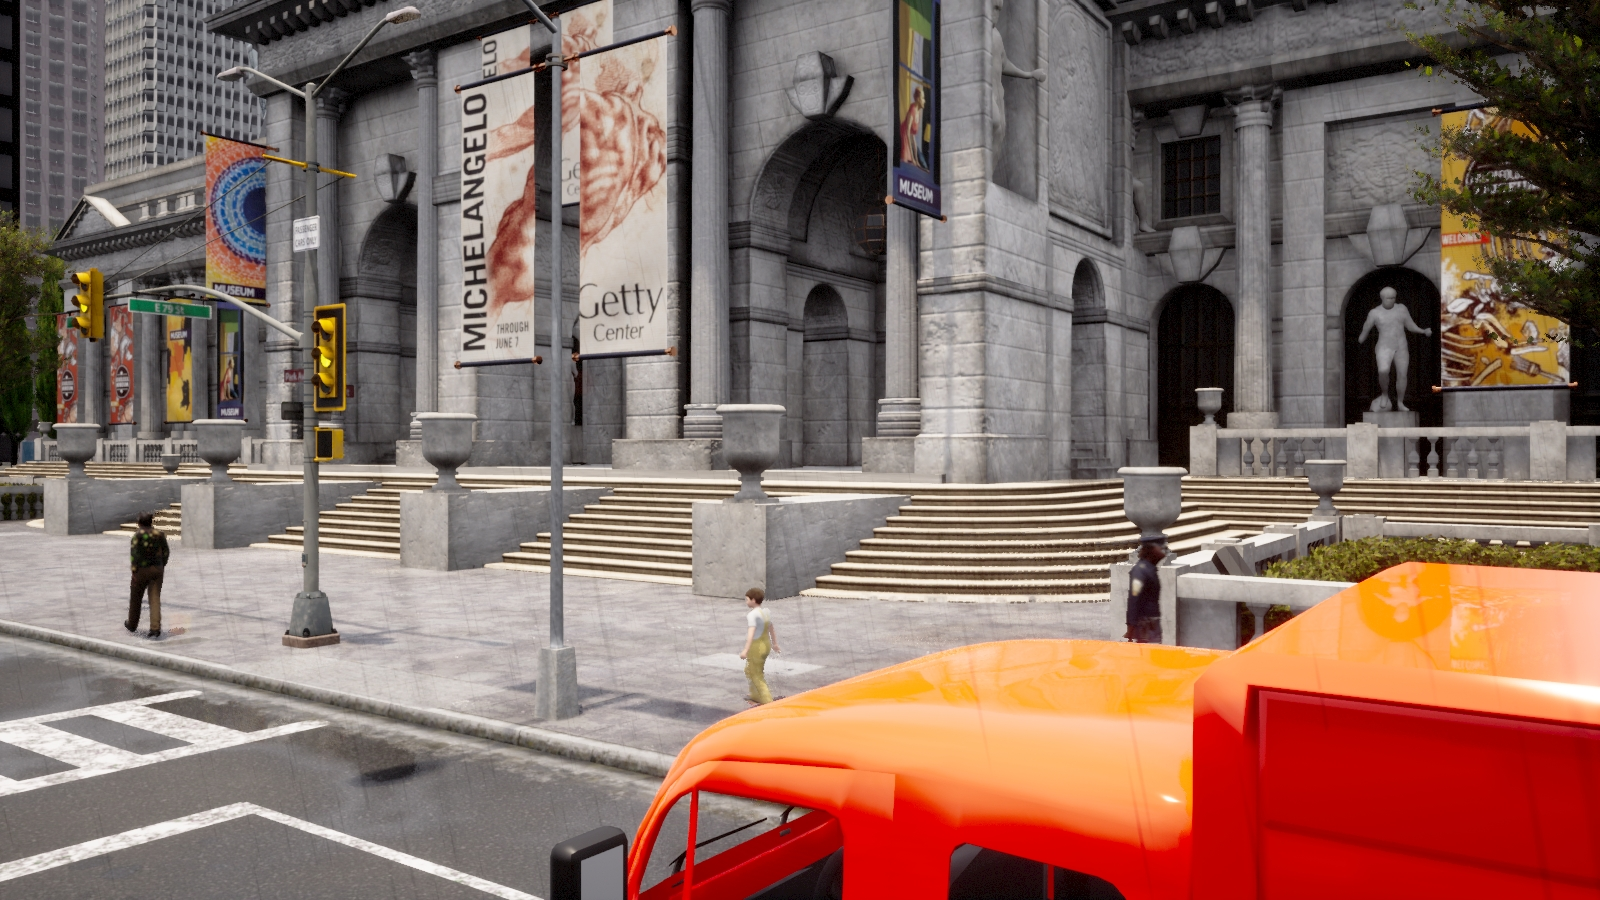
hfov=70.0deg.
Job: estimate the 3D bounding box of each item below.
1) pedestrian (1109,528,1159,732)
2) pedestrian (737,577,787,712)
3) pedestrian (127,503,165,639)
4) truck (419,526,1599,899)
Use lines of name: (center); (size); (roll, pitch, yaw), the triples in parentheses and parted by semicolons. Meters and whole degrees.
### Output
pedestrian: (3.182, 1.694, 10.874); (0.375, 1.860, 0.375); (0, 0, 30)
pedestrian: (-0.385, 1.973, 11.674); (0.375, 1.300, 0.375); (0, 0, 24)
pedestrian: (-9.224, 1.689, 16.117); (0.375, 1.860, 0.375); (0, 0, 42)
truck: (1.935, 1.568, 2.414); (5.204, 2.467, 2.627); (0, 0, 35)
